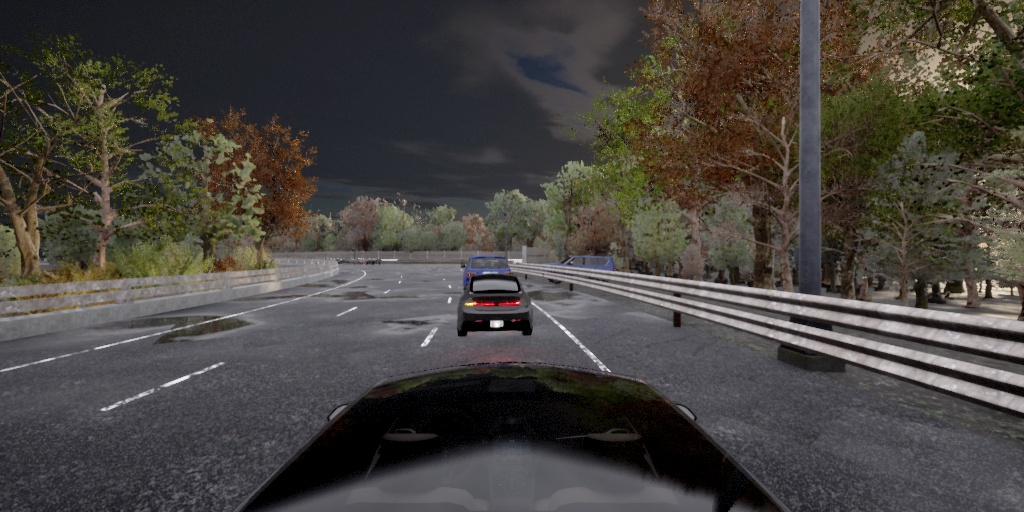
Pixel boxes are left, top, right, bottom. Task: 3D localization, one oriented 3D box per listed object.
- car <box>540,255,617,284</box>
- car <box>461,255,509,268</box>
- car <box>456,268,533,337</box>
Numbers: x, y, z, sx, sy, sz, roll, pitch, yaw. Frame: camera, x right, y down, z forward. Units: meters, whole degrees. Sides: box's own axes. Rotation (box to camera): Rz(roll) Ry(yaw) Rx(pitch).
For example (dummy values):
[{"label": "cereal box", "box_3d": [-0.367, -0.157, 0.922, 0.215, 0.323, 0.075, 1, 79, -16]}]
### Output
[{"label": "car", "box_3d": [4.831, 0.961, 26.133, 5.566, 2.045, 2.150, 3, 1, -6]}, {"label": "car", "box_3d": [-1.316, 0.968, 17.820, 2.150, 2.045, 5.566, 0, 0, -9]}, {"label": "car", "box_3d": [-0.550, 1.253, 10.343, 1.837, 1.490, 4.892, 0, 0, -5]}]
